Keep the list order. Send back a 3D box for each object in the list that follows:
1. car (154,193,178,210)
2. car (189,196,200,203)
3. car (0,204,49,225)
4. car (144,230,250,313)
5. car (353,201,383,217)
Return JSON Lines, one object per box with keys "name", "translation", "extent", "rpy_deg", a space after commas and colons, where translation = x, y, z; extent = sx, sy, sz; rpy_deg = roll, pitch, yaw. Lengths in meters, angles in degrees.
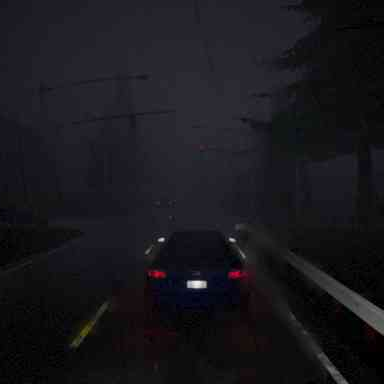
{"name": "car", "translation": [-3.309, 1.352, 42.244], "extent": [2.097, 1.767, 4.553], "rpy_deg": [0, 0, 1]}
{"name": "car", "translation": [0.444, 1.524, 66.310], "extent": [1.812, 1.442, 4.674], "rpy_deg": [0, 0, 0]}
{"name": "car", "translation": [-12.546, 1.510, 23.332], "extent": [4.674, 1.442, 1.812], "rpy_deg": [0, 0, 0]}
{"name": "car", "translation": [0.111, 1.564, 7.745], "extent": [1.994, 1.385, 4.181], "rpy_deg": [0, 0, 1]}
{"name": "car", "translation": [15.525, 1.486, 26.656], "extent": [4.892, 1.490, 1.837], "rpy_deg": [-1, 0, 0]}
